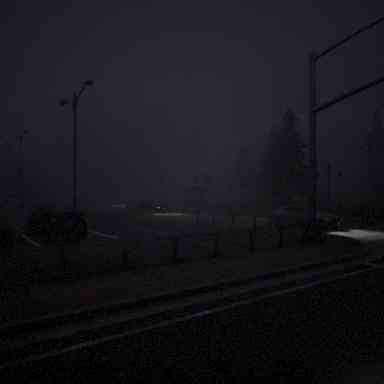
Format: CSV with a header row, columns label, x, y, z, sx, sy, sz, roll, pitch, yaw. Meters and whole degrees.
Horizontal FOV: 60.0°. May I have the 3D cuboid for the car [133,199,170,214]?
label,x,y,z,sx,sy,sz,roll,pitch,yaw
car,-4.247,1.511,36.396,1.837,1.490,4.892,0,0,-36

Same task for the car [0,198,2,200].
label,x,y,z,sx,sy,sz,roll,pitch,yaw
car,-21.534,1.375,36.469,1.845,1.501,3.633,0,0,-36

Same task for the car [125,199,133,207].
label,x,y,z,sx,sy,sz,roll,pitch,yaw
car,-7.869,1.609,47.391,1.895,1.301,4.718,0,0,-36

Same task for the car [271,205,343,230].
label,x,y,z,sx,sy,sz,roll,pitch,yaw
car,7.067,1.533,20.907,1.812,1.442,4.674,0,0,-34

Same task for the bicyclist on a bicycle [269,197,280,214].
label,x,y,z,sx,sy,sz,roll,pitch,yaw
bicyclist on a bicycle,8.051,1.310,32.311,1.656,1.620,0.582,0,0,-36

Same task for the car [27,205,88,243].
label,x,y,z,sx,sy,sz,roll,pitch,yaw
car,-6.278,1.341,15.373,2.007,1.523,4.514,0,0,-36

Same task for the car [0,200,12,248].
label,x,y,z,sx,sy,sz,roll,pitch,yaw
car,-8.790,1.331,13.494,2.152,1.636,5.027,0,0,-36
